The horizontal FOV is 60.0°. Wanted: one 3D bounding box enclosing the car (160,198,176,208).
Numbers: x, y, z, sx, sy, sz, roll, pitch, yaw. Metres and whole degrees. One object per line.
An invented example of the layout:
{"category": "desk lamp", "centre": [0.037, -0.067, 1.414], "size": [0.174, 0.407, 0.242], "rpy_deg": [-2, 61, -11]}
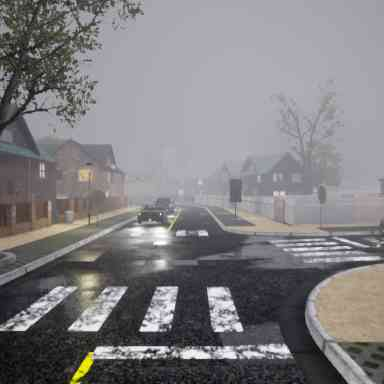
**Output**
{"category": "car", "centre": [-3.535, 1.618, 48.150], "size": [1.895, 1.301, 4.718], "rpy_deg": [0, 0, -10]}

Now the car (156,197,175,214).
{"category": "car", "centre": [-2.923, 1.339, 34.639], "size": [2.097, 1.767, 4.553], "rpy_deg": [0, 0, -1]}

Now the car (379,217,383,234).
{"category": "car", "centre": [10.505, 1.066, 14.080], "size": [4.553, 1.767, 2.097], "rpy_deg": [-1, 0, 0]}

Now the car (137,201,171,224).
{"category": "car", "centre": [-2.854, 1.592, 24.836], "size": [1.895, 1.301, 4.718], "rpy_deg": [0, 0, 0]}
